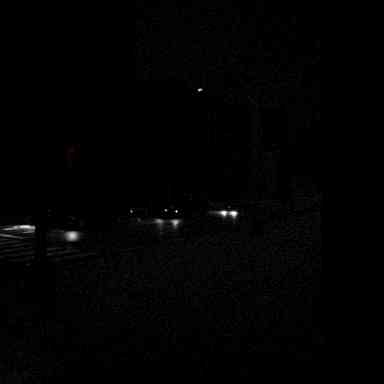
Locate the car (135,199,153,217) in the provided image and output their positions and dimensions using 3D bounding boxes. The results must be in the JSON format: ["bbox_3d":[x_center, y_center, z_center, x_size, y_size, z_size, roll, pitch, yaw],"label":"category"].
[{"bbox_3d":[-3.785,1.402,30.587,2.128,1.511,4.902,0,0,35],"label":"car"}]

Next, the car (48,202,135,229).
[{"bbox_3d":[-6.300,1.419,21.431,1.882,1.535,5.008,0,0,34],"label":"car"}]

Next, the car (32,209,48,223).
[{"bbox_3d":[-8.902,1.511,23.368,1.994,1.385,4.181,0,0,35],"label":"car"}]

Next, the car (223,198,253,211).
[{"bbox_3d":[5.216,1.421,37.639,1.994,1.385,4.181,0,0,36],"label":"car"}]

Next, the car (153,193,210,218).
[{"bbox_3d":[-0.553,1.121,29.536,2.150,2.045,5.566,0,0,35],"label":"car"}]
